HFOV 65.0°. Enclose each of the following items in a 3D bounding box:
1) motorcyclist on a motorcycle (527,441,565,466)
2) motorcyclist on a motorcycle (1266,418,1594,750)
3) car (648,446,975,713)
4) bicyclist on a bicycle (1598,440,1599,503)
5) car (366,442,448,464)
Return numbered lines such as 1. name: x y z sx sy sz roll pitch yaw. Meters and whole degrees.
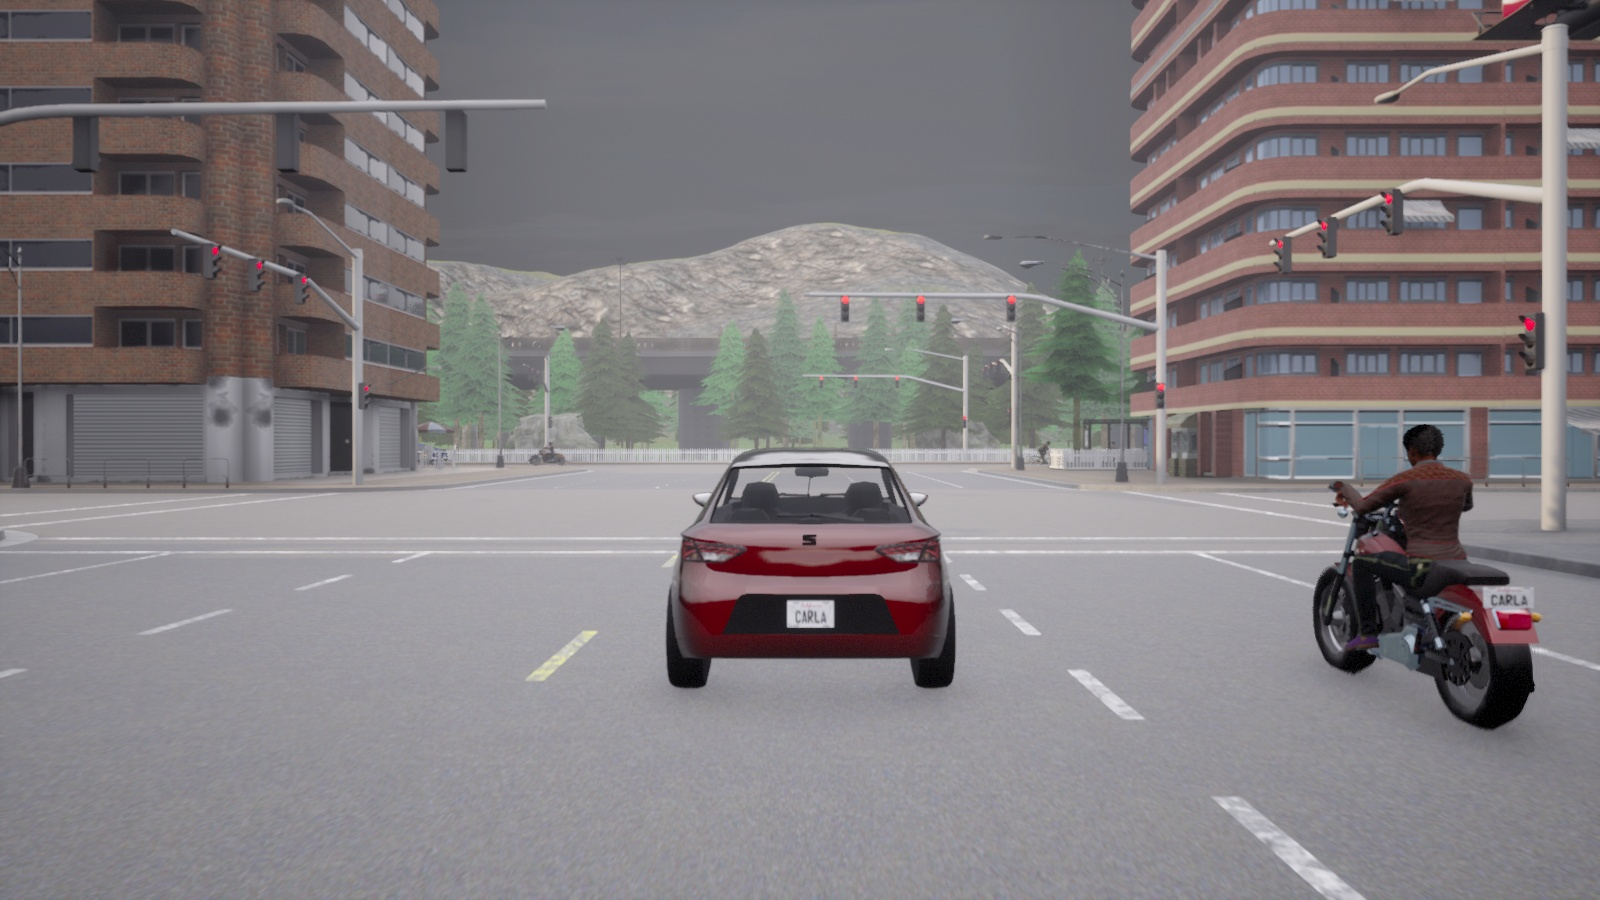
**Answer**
1. motorcyclist on a motorcycle: -16.752 0.206 82.835 2.350 1.649 0.766 0 0 0
2. motorcyclist on a motorcycle: 3.563 0.662 7.409 0.766 1.649 2.350 0 0 0
3. car: 0.075 0.714 9.075 1.816 1.474 4.193 0 0 0
4. bicyclist on a bicycle: 21.301 0.554 31.932 1.656 1.620 0.582 0 0 0
5. car: -27.004 0.206 86.420 5.008 1.535 1.882 0 0 0
